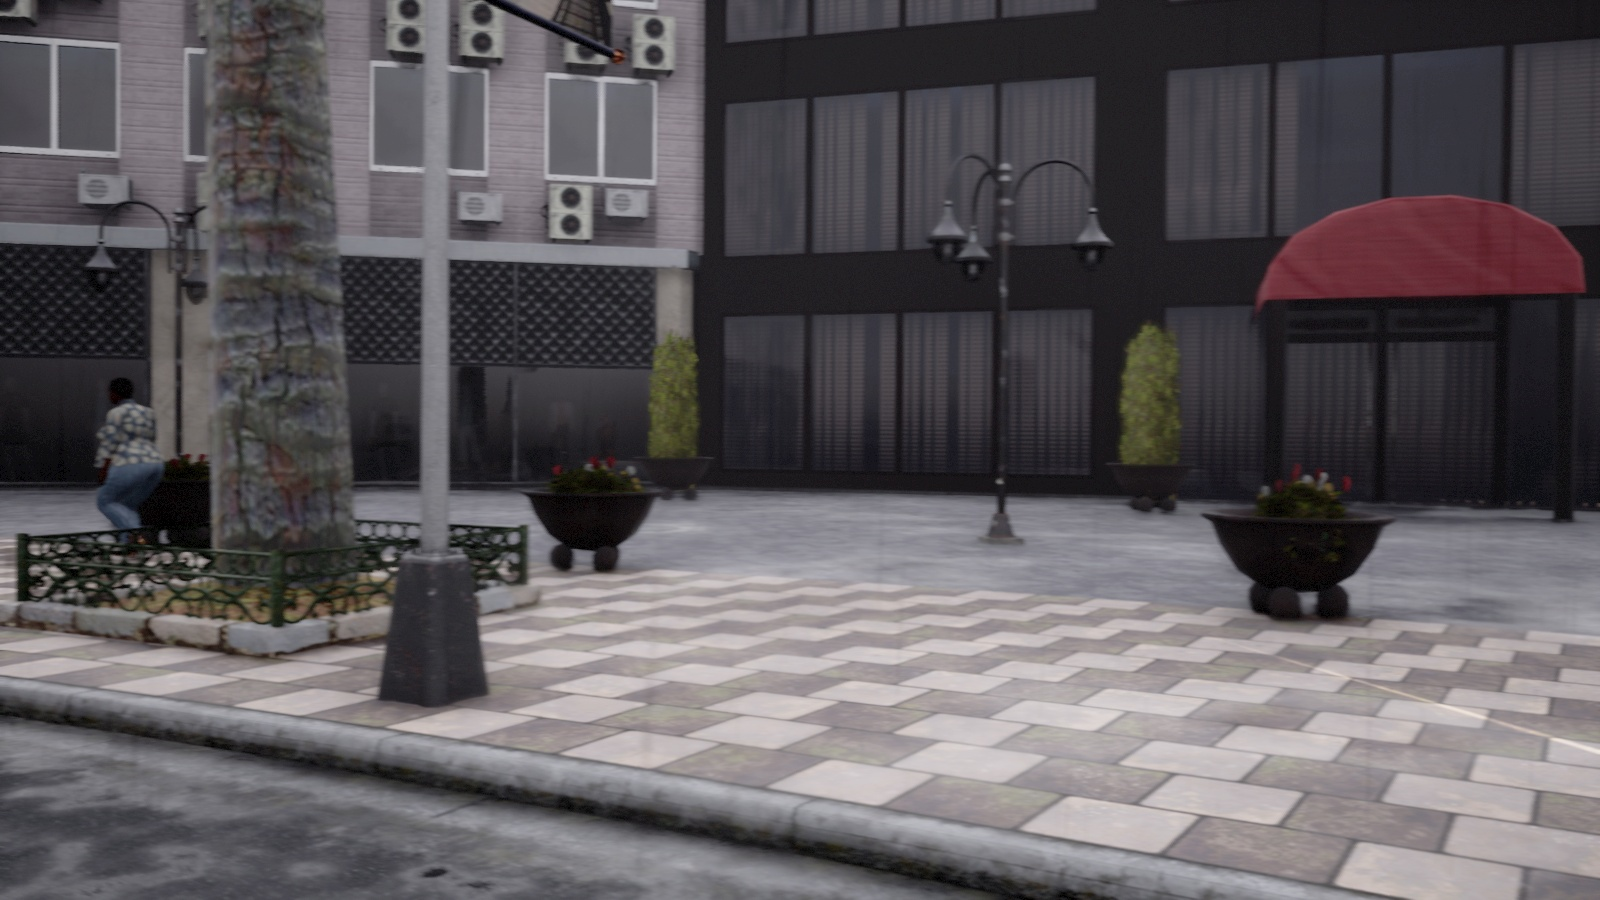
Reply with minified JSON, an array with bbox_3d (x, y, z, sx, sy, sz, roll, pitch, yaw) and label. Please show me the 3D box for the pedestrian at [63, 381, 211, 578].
[{"bbox_3d":[-6.494,0.271,12.335,0.900,1.855,0.874,0,1,13],"label":"pedestrian"}]
